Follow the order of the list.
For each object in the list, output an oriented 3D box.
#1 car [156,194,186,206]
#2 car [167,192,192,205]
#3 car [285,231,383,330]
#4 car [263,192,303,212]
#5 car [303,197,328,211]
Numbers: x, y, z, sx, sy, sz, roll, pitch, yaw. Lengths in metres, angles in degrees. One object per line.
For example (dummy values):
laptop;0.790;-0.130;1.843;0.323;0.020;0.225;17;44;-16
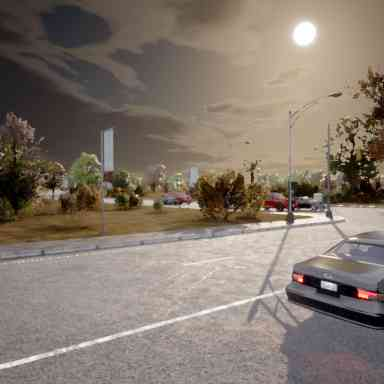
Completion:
car;-3.731;1.392;51.682;2.033;1.411;5.357;-1;0;-39
car;-2.267;1.040;55.443;2.150;2.045;5.566;-1;1;-39
car;4.204;1.527;6.774;5.357;1.411;2.033;0;0;-36
car;8.752;1.058;36.284;2.150;2.045;5.566;-1;0;-37
car;12.631;1.302;37.022;2.128;1.511;4.902;-1;0;-39
